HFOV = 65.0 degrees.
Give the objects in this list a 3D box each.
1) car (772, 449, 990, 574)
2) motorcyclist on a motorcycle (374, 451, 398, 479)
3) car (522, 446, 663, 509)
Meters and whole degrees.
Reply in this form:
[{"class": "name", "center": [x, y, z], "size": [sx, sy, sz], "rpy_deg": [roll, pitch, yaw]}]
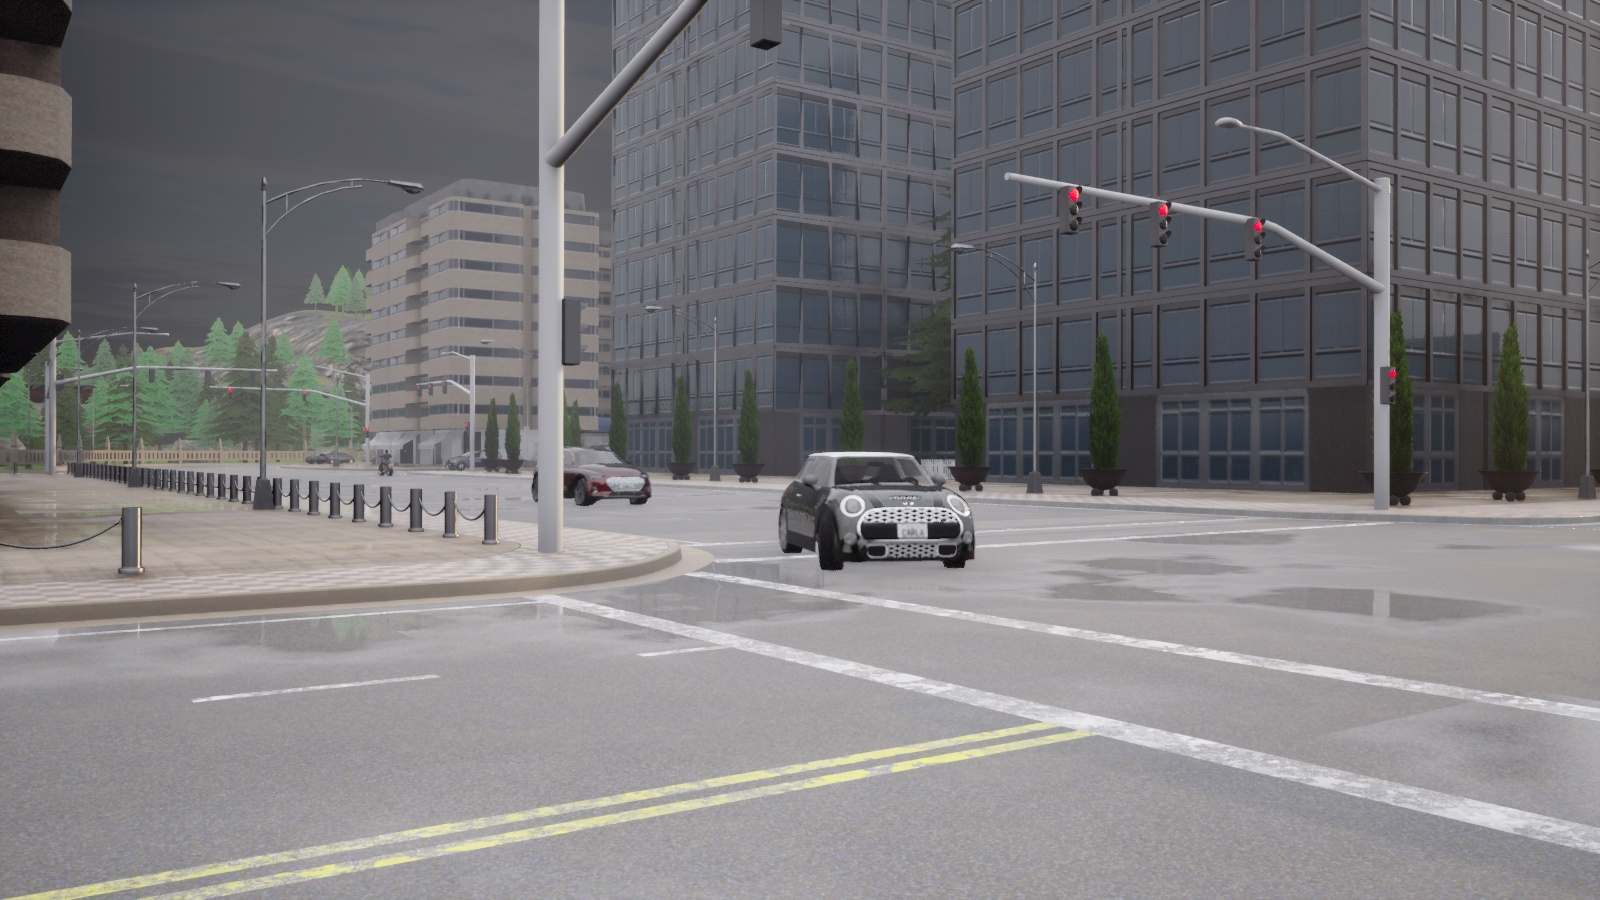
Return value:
[{"class": "car", "center": [0.948, 0.719, 16.866], "size": [1.970, 1.475, 3.806], "rpy_deg": [0, 0, -12]}, {"class": "motorcyclist on a motorcycle", "center": [-24.902, 0.877, 75.473], "size": [0.766, 1.649, 2.350], "rpy_deg": [0, 0, -34]}, {"class": "car", "center": [-5.902, 0.718, 35.215], "size": [2.033, 1.649, 4.856], "rpy_deg": [0, 0, -34]}]
